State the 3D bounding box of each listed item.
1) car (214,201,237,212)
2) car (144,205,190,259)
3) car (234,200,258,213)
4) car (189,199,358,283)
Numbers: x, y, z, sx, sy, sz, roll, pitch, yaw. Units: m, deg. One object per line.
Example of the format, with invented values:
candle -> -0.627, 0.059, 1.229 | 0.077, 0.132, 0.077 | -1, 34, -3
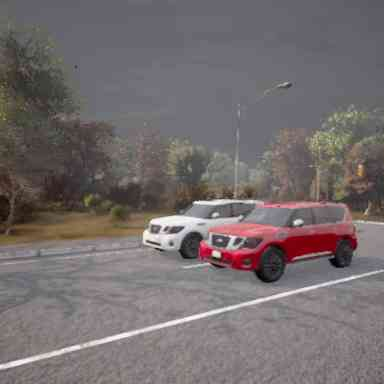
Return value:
car -> 5.515, 2.367, 55.693 | 2.033, 1.411, 5.357 | 3, 1, -15
car -> 0.886, 1.323, 13.194 | 5.566, 2.045, 2.150 | 1, -1, -35
car -> 9.065, 2.384, 56.247 | 2.097, 1.767, 4.553 | 3, 1, -15
car -> 2.903, 1.323, 10.335 | 5.566, 2.045, 2.150 | 1, -1, -35
